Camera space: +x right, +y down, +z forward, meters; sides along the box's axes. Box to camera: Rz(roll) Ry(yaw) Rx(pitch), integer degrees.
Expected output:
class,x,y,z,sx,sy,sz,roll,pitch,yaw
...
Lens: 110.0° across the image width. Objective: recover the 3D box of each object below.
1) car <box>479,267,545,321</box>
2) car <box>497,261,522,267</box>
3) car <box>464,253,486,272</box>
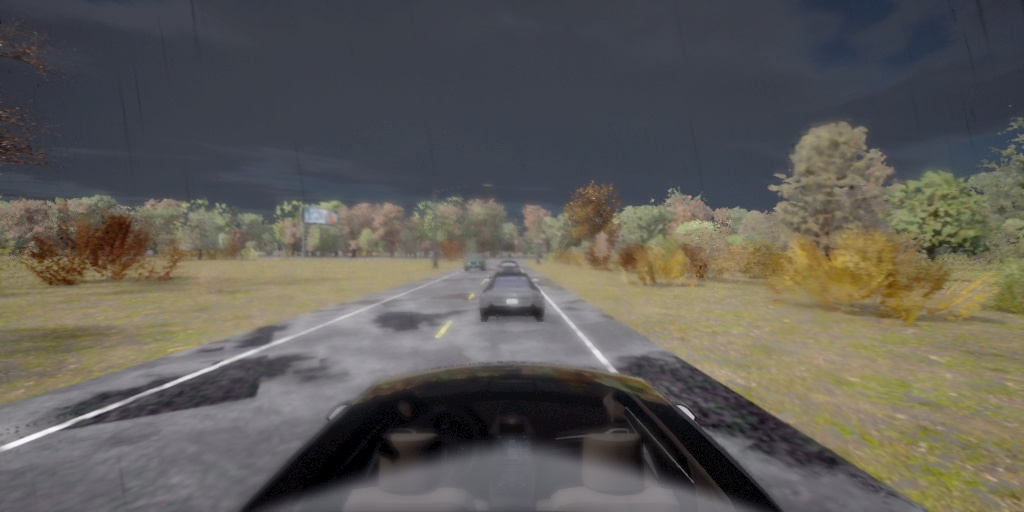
class,x,y,z,sx,sy,sz,roll,pitch,yaw
car,-0.015,1.242,12.169,1.994,1.385,4.181,0,0,-1
car,-0.217,1.092,27.985,1.812,1.442,4.674,0,0,-1
car,-4.070,0.701,40.448,2.150,2.045,5.566,0,0,-1
